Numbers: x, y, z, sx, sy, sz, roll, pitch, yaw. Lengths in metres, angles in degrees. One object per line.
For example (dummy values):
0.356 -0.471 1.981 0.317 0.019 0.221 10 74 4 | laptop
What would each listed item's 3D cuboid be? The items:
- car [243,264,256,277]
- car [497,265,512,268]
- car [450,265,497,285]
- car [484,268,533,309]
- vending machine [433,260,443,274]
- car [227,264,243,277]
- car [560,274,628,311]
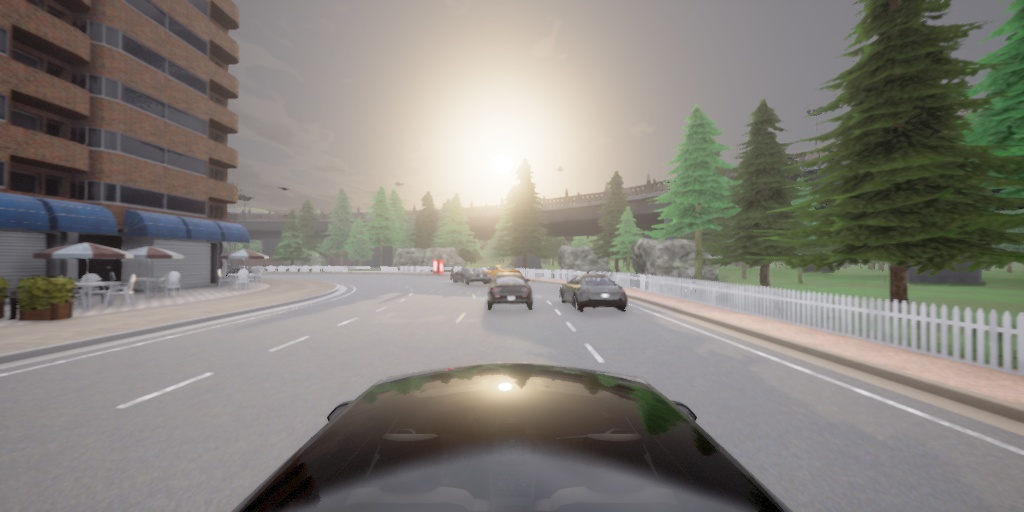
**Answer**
-32.924 1.710 43.146 4.892 1.490 1.837 -1 -1 2 | car
-1.184 1.564 32.509 1.882 1.535 5.008 1 -1 -30 | car
-3.486 1.602 29.567 2.033 1.411 5.357 0 -1 -27 | car
-0.183 1.428 15.716 1.812 1.442 4.674 0 0 -4 | car
-9.760 1.446 47.510 0.880 2.100 1.100 0 0 34 | vending machine
-32.849 1.729 39.642 4.181 1.385 1.994 0 -1 1 | car
3.336 1.463 15.331 1.994 1.385 4.181 0 -1 -4 | car
